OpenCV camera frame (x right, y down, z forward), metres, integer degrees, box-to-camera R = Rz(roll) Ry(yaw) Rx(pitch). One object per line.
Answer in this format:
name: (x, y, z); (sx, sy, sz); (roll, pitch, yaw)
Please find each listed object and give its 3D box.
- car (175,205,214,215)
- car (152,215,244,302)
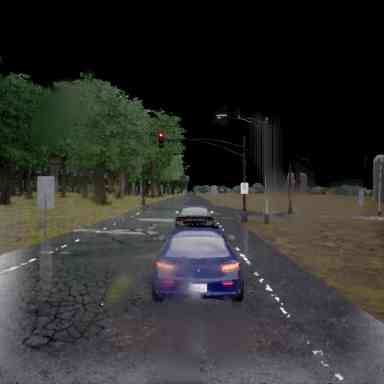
car: (0.134, 1.432, 17.411); (1.882, 1.535, 5.008); (0, 0, 0)
car: (0.120, 1.516, 8.132); (1.812, 1.442, 4.674); (0, 0, 0)
